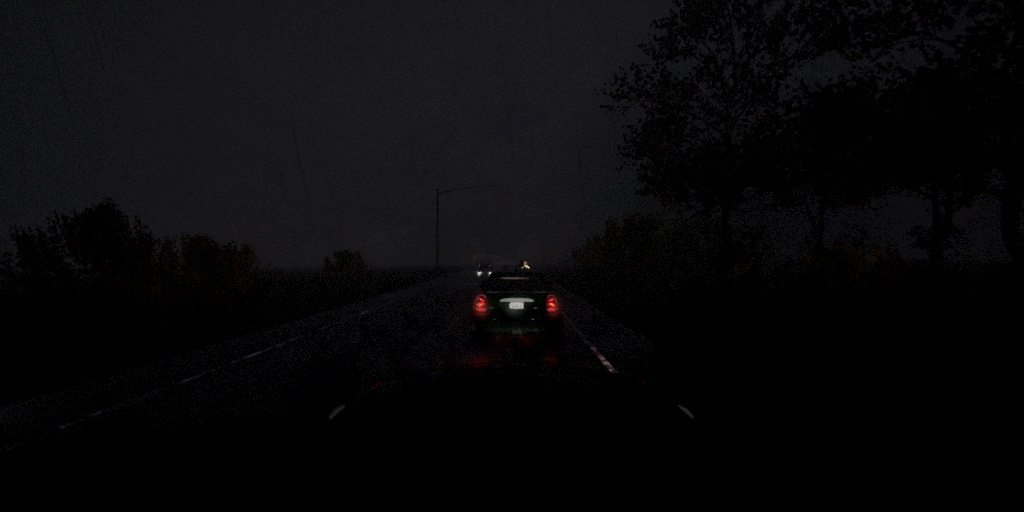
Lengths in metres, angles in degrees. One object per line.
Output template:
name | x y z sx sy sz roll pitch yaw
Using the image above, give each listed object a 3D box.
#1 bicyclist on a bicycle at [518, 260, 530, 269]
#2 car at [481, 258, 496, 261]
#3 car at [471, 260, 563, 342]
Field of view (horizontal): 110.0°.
bicyclist on a bicycle | 0.958 1.210 25.794 0.866 1.612 1.509 0 0 1
car | -3.728 1.279 50.674 1.882 1.535 5.008 0 0 0
car | 0.108 1.110 9.971 2.097 1.767 4.553 0 0 0
